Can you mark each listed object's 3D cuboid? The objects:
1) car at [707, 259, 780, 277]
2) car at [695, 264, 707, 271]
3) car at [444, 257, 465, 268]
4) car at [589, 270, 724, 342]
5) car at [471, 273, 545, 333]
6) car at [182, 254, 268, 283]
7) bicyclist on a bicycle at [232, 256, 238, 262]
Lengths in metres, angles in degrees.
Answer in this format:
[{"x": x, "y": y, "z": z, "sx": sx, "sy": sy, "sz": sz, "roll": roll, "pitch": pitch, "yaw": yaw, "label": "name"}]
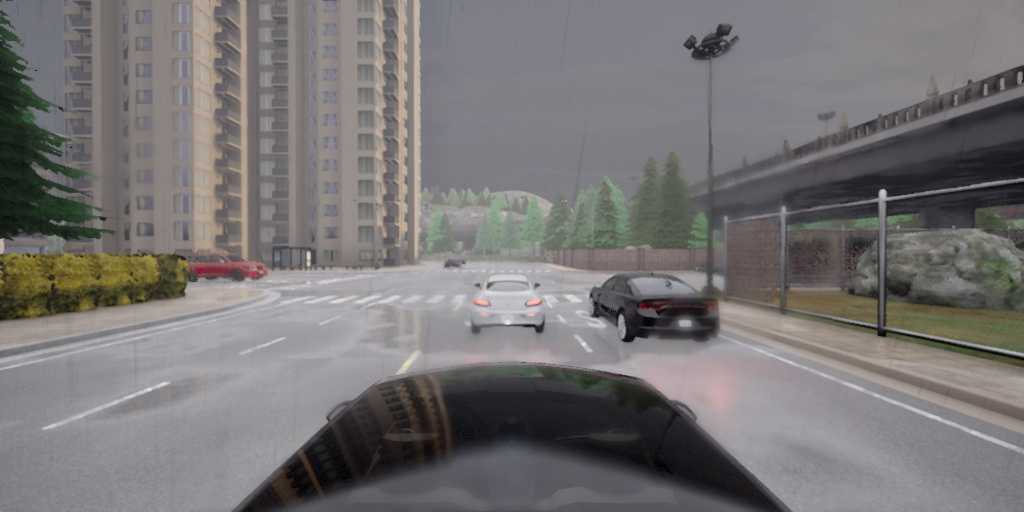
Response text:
[{"x": 19.969, "y": 1.120, "z": 30.414, "sx": 5.357, "sy": 1.411, "sz": 2.033, "roll": 0, "pitch": 0, "yaw": -1, "label": "car"}, {"x": 19.940, "y": 1.038, "z": 33.912, "sx": 4.902, "sy": 1.511, "sz": 2.128, "roll": 0, "pitch": 0, "yaw": -1, "label": "car"}, {"x": -8.080, "y": 1.003, "z": 49.268, "sx": 1.895, "sy": 1.301, "sz": 4.718, "roll": 0, "pitch": 0, "yaw": -1, "label": "car"}, {"x": 3.409, "y": 1.166, "z": 9.571, "sx": 1.882, "sy": 1.535, "sz": 5.008, "roll": 0, "pitch": 0, "yaw": -1, "label": "car"}, {"x": -0.126, "y": 1.211, "z": 10.331, "sx": 1.812, "sy": 1.442, "sz": 4.674, "roll": 0, "pitch": 0, "yaw": -1, "label": "car"}, {"x": -20.932, "y": 0.864, "z": 25.974, "sx": 5.566, "sy": 2.045, "sz": 2.150, "roll": 0, "pitch": 0, "yaw": -1, "label": "car"}, {"x": -29.302, "y": 0.863, "z": 37.809, "sx": 0.582, "sy": 1.620, "sz": 1.656, "roll": 0, "pitch": 1, "yaw": -1, "label": "bicyclist on a bicycle"}]
